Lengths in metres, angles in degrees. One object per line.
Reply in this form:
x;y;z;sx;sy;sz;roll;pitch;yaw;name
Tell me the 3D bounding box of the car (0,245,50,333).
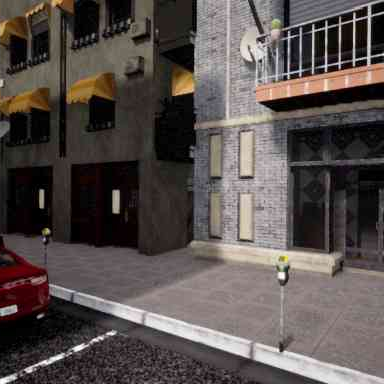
-4.405;1.544;6.015;4.507;1.381;1.887;0;1;36;car
